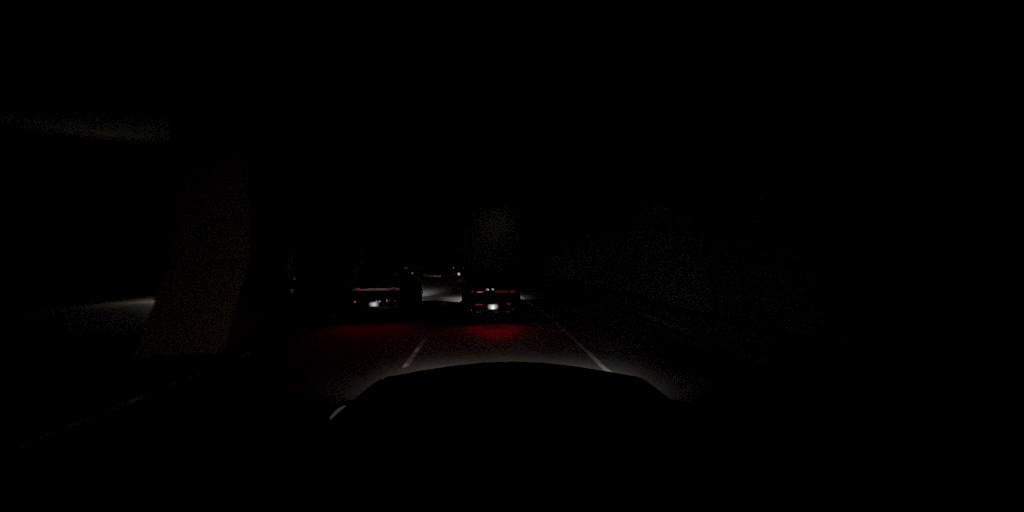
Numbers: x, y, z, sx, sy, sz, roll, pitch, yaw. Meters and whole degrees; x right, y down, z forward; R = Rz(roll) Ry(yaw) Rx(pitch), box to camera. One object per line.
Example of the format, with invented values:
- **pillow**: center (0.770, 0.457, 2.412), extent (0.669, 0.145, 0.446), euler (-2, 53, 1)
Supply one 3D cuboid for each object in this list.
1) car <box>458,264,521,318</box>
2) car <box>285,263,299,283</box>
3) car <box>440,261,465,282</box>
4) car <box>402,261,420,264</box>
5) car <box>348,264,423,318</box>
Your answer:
- **car**: center (-0.853, 1.210, 12.775), extent (1.837, 1.490, 4.892), euler (0, 0, -7)
- **car**: center (-14.344, 1.185, 24.851), extent (2.128, 1.511, 4.902), euler (0, 0, -17)
- **car**: center (-4.918, 1.147, 30.426), extent (1.837, 1.490, 4.892), euler (0, 0, -18)
- **car**: center (-8.689, 1.144, 30.710), extent (2.128, 1.511, 4.902), euler (0, 0, -18)
- **car**: center (-4.419, 1.206, 13.018), extent (2.128, 1.511, 4.902), euler (0, 0, -8)
